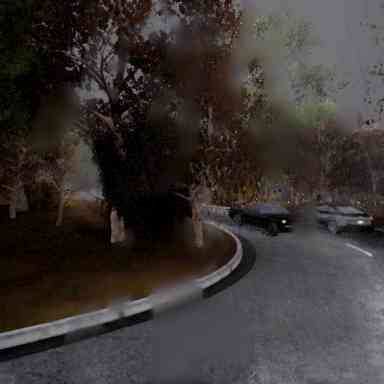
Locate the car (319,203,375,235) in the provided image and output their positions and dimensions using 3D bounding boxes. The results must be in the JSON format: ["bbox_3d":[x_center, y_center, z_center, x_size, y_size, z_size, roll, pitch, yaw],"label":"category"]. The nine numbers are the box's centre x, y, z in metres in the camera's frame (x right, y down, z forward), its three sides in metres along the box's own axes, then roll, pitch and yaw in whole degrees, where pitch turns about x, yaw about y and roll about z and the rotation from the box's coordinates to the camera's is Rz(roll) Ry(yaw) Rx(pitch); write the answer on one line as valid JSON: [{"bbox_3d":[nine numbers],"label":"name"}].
[{"bbox_3d":[6.988,1.245,16.708,1.994,1.385,4.181,1,2,-14],"label":"car"}]

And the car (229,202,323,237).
[{"bbox_3d":[3.673,1.206,15.964,1.895,1.301,4.718,1,3,-22],"label":"car"}]
